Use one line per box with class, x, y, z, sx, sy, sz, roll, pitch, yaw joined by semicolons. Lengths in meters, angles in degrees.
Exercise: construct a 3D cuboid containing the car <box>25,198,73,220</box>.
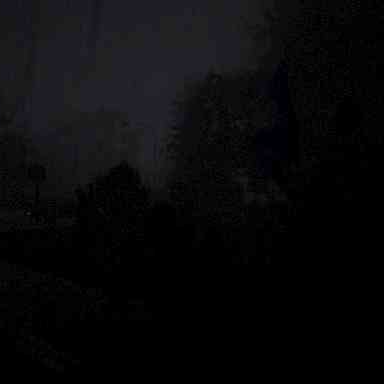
car;-9.368;1.207;23.818;2.128;1.511;4.902;1;1;32
